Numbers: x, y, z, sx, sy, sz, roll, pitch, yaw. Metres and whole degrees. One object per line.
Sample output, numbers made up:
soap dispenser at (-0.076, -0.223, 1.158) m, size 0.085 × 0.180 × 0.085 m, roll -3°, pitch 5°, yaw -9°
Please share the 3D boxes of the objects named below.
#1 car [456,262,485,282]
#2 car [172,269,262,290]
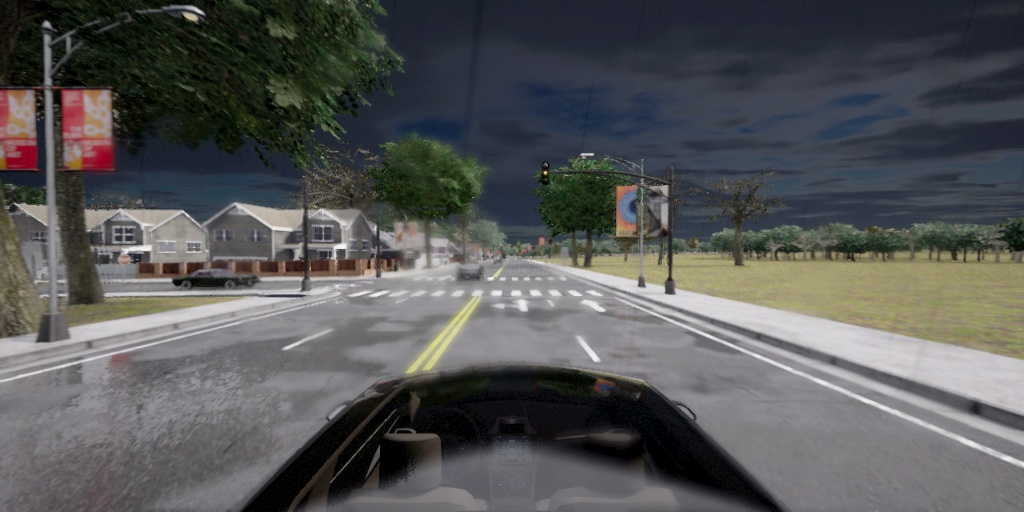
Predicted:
car at (-3.238, 1.244, 28.694) m, size 1.882 × 1.535 × 5.008 m, roll 0°, pitch 1°, yaw 0°
car at (-19.200, 1.529, 23.475) m, size 4.718 × 1.301 × 1.895 m, roll 0°, pitch 1°, yaw 3°
